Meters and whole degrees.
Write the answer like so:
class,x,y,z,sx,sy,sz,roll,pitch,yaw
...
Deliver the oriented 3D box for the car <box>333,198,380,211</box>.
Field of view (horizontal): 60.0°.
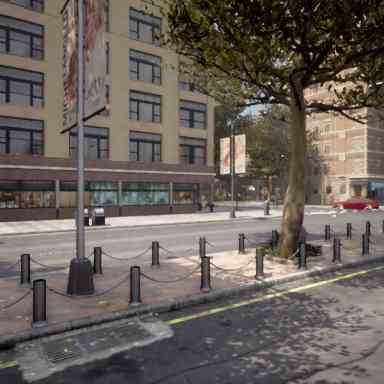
class,x,y,z,sx,sy,sz,roll,pitch,yaw
car,19.838,1.477,40.267,5.008,1.535,1.882,0,1,26
